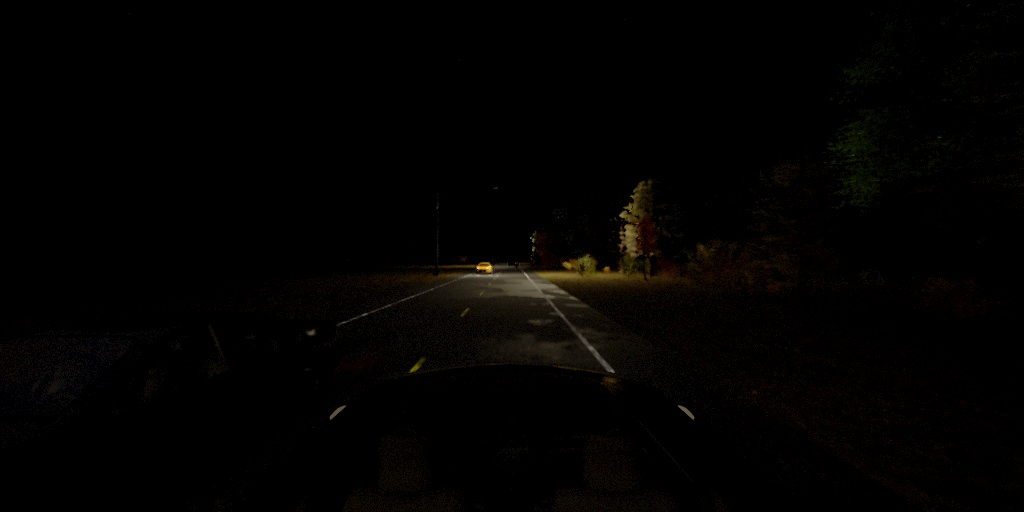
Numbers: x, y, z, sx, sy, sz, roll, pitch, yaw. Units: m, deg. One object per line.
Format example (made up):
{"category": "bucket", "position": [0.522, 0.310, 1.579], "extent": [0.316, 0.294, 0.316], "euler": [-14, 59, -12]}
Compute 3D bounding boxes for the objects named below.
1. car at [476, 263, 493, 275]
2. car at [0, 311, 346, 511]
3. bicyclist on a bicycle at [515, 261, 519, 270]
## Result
{"category": "car", "position": [-3.572, 1.610, 46.711], "extent": [1.882, 1.535, 5.008], "euler": [0, -1, 0]}
{"category": "car", "position": [-3.599, 1.312, 3.449], "extent": [2.033, 1.411, 5.357], "euler": [0, 0, 0]}
{"category": "bicyclist on a bicycle", "position": [0.962, 1.718, 62.437], "extent": [0.582, 1.620, 1.656], "euler": [0, -1, 0]}
